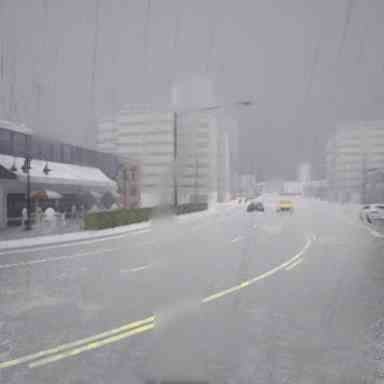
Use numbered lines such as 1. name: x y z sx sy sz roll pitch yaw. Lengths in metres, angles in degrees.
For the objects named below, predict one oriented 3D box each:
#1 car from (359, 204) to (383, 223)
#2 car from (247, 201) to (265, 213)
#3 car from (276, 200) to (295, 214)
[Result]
1. car: 14.507 1.644 26.130 1.812 1.442 4.674 0 0 17
2. car: 8.040 1.865 41.525 1.994 1.385 4.181 0 0 16
3. car: 11.196 1.709 39.865 1.882 1.535 5.008 0 -1 16
